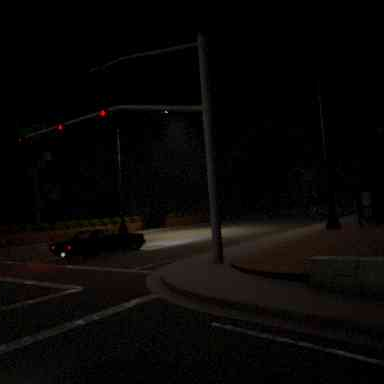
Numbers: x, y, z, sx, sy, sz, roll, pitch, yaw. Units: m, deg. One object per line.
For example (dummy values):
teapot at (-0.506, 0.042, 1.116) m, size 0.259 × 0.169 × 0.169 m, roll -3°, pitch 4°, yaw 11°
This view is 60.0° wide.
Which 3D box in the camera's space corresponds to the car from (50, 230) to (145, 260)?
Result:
car at (-4.640, 2.591, 17.105) m, size 1.895 × 1.301 × 4.718 m, roll -6°, pitch -4°, yaw 36°
